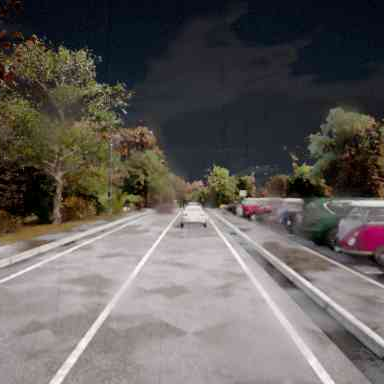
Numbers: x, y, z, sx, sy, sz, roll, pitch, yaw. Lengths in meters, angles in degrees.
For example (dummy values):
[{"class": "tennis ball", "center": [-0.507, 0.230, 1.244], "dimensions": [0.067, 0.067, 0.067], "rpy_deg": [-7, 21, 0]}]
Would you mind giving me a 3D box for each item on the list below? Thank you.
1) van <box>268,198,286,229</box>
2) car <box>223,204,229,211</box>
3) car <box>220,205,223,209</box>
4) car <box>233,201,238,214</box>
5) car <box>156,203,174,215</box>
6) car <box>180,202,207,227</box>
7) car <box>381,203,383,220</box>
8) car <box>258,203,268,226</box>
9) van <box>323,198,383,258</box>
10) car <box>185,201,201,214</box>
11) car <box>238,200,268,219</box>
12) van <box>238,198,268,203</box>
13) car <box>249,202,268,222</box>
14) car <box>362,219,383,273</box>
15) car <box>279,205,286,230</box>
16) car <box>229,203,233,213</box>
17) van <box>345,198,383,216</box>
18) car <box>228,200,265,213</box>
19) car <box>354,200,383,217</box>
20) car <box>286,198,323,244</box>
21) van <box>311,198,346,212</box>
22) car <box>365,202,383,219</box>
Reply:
[{"class": "van", "center": [6.953, 1.361, 19.158], "dimensions": [4.442, 1.987, 1.878], "rpy_deg": [0, -1, 0]}, {"class": "car", "center": [7.077, 1.711, 41.364], "dimensions": [5.566, 2.045, 2.435], "rpy_deg": [0, -1, 0]}, {"class": "car", "center": [7.124, 2.130, 49.679], "dimensions": [4.892, 1.521, 2.231], "rpy_deg": [0, -1, 0]}, {"class": "car", "center": [7.099, 1.909, 35.808], "dimensions": [4.674, 1.452, 2.002], "rpy_deg": [0, -1, 0]}, {"class": "car", "center": [-3.317, 2.085, 41.327], "dimensions": [1.895, 1.301, 4.718], "rpy_deg": [0, -1, 0]}, {"class": "car", "center": [0.109, 1.735, 24.759], "dimensions": [1.812, 1.442, 4.674], "rpy_deg": [0, -1, 0]}, {"class": "car", "center": [20.162, 1.770, 30.049], "dimensions": [5.008, 1.535, 2.097], "rpy_deg": [0, -1, 0]}, {"class": "car", "center": [7.077, 1.674, 21.929], "dimensions": [4.674, 1.452, 2.002], "rpy_deg": [0, -1, 0]}, {"class": "van", "center": [6.940, 1.280, 10.846], "dimensions": [4.442, 1.987, 1.878], "rpy_deg": [0, 0, 0]}, {"class": "car", "center": [0.128, 1.992, 42.817], "dimensions": [1.882, 1.535, 5.008], "rpy_deg": [0, -1, 0]}, {"class": "car", "center": [7.093, 1.774, 30.257], "dimensions": [5.008, 1.535, 2.097], "rpy_deg": [0, -1, 0]}, {"class": "van", "center": [7.209, 1.596, 33.036], "dimensions": [4.442, 1.987, 1.878], "rpy_deg": [0, -1, 0]}, {"class": "car", "center": [7.049, 1.710, 24.706], "dimensions": [4.792, 1.488, 2.163], "rpy_deg": [0, -1, 0]}, {"class": "car", "center": [7.055, 1.543, 8.069], "dimensions": [4.674, 1.452, 2.002], "rpy_deg": [0, 0, 0]}, {"class": "car", "center": [7.095, 1.569, 16.371], "dimensions": [4.792, 1.488, 2.163], "rpy_deg": [0, -1, 0]}, {"class": "car", "center": [7.131, 1.945, 38.583], "dimensions": [4.792, 1.488, 2.163], "rpy_deg": [0, -1, 0]}, {"class": "van", "center": [20.297, 1.685, 38.362], "dimensions": [4.442, 1.987, 1.878], "rpy_deg": [0, -1, 0]}, {"class": "car", "center": [7.141, 1.887, 44.133], "dimensions": [4.553, 1.767, 2.185], "rpy_deg": [0, -1, 0]}, {"class": "car", "center": [20.145, 1.738, 35.592], "dimensions": [4.553, 1.767, 2.185], "rpy_deg": [0, -1, 0]}, {"class": "car", "center": [7.089, 1.257, 13.622], "dimensions": [5.566, 2.045, 2.435], "rpy_deg": [0, 0, 0]}, {"class": "van", "center": [20.316, 1.899, 49.560], "dimensions": [4.442, 1.987, 1.878], "rpy_deg": [0, -1, 0]}, {"class": "car", "center": [20.167, 1.819, 32.944], "dimensions": [5.008, 1.535, 2.097], "rpy_deg": [0, -1, 0]}]
